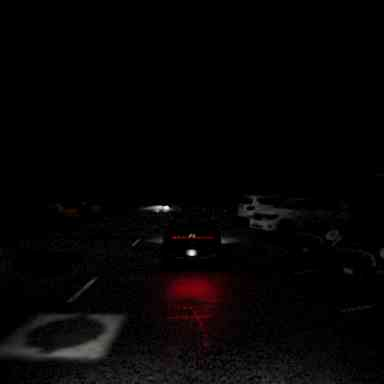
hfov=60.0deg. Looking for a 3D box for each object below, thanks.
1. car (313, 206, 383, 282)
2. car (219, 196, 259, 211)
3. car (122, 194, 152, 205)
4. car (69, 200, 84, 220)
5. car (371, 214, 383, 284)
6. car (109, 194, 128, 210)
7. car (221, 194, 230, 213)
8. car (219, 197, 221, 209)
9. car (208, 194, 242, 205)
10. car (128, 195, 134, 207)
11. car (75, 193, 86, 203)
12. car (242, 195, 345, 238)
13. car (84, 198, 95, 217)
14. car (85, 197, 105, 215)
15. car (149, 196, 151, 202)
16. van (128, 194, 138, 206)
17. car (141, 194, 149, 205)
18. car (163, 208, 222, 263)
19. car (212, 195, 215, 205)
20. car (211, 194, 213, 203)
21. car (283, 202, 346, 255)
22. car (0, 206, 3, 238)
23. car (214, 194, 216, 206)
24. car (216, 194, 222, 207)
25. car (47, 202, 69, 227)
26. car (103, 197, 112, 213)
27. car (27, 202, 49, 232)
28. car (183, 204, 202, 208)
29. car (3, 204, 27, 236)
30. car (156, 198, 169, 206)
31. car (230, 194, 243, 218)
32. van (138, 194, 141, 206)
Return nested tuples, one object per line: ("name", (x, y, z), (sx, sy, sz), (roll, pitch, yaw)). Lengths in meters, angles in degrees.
("car", (5.952, 1.382, 8.948), (4.553, 1.767, 2.185), (1, 0, -20))
("car", (5.920, 1.456, 42.178), (4.553, 1.767, 2.185), (1, 0, -20))
("car", (-11.001, 1.382, 66.407), (5.566, 2.045, 2.435), (-1, 0, -20))
("car", (-11.183, 1.545, 24.930), (5.366, 1.575, 1.946), (-1, 0, -20))
("car", (5.889, 1.374, 5.910), (4.553, 1.767, 2.185), (1, 0, -20))
("car", (-11.028, 1.460, 42.745), (4.553, 1.767, 2.185), (-1, 0, -20))
("car", (5.908, 1.303, 30.090), (5.566, 2.045, 2.435), (1, 0, -20))
("car", (5.766, 1.556, 33.052), (5.366, 1.575, 1.946), (1, 0, -20))
("car", (5.988, 1.368, 60.337), (5.566, 2.045, 2.435), (1, 0, -20))
("car", (-10.994, 1.593, 45.719), (4.892, 1.521, 2.231), (-1, 0, -20))
("car", (-26.646, 1.411, 79.789), (2.435, 2.045, 5.566), (0, 1, -19))
("car", (5.905, 1.276, 17.994), (5.566, 2.045, 2.435), (1, 0, -20))
("car", (-11.010, 1.552, 27.963), (5.008, 1.535, 2.097), (-1, 0, -20))
("car", (-11.177, 1.558, 30.847), (5.366, 1.575, 1.946), (-1, 0, -20))
("car", (-10.960, 1.370, 60.523), (5.566, 2.045, 2.435), (-1, 0, -20))
("van", (-11.102, 1.379, 51.587), (4.442, 1.987, 1.878), (-1, 0, -20))
("car", (-10.964, 1.364, 57.564), (5.566, 2.045, 2.435), (-1, 0, -20))
("car", (0.020, 1.531, 12.018), (1.837, 1.490, 4.892), (0, -1, 1))
("car", (5.961, 1.596, 48.227), (4.892, 1.521, 2.231), (1, 0, -20))
("car", (5.994, 1.482, 54.278), (4.553, 1.767, 2.185), (1, 0, -20))
("car", (5.948, 1.388, 11.975), (4.553, 1.767, 2.185), (1, 0, -20))
("car", (-10.854, 1.513, 13.235), (5.366, 1.575, 1.946), (-1, 0, -20))
("car", (5.915, 1.462, 45.207), (4.553, 1.767, 2.185), (1, 0, -20))
("car", (5.973, 1.317, 36.152), (5.566, 2.045, 2.435), (1, 0, -20))
("car", (-11.013, 1.538, 22.034), (5.008, 1.535, 2.097), (-1, 0, -20))
("car", (-10.981, 1.595, 33.893), (4.792, 1.488, 2.163), (-1, 0, -20))
("car", (-11.042, 1.562, 19.067), (4.792, 1.488, 2.163), (-1, 0, -20))
("car", (0.010, 1.605, 25.192), (2.033, 1.411, 5.357), (0, 0, 1))
("car", (-11.023, 1.526, 16.118), (4.892, 1.521, 2.231), (-1, 0, -20))
("car", (-5.043, 1.727, 56.815), (1.895, 1.301, 4.718), (0, 0, 1))
("car", (5.965, 1.290, 24.061), (5.566, 2.045, 2.435), (1, 0, -20))
("van", (-11.098, 1.385, 54.546), (4.442, 1.987, 1.878), (-1, 0, -20))
